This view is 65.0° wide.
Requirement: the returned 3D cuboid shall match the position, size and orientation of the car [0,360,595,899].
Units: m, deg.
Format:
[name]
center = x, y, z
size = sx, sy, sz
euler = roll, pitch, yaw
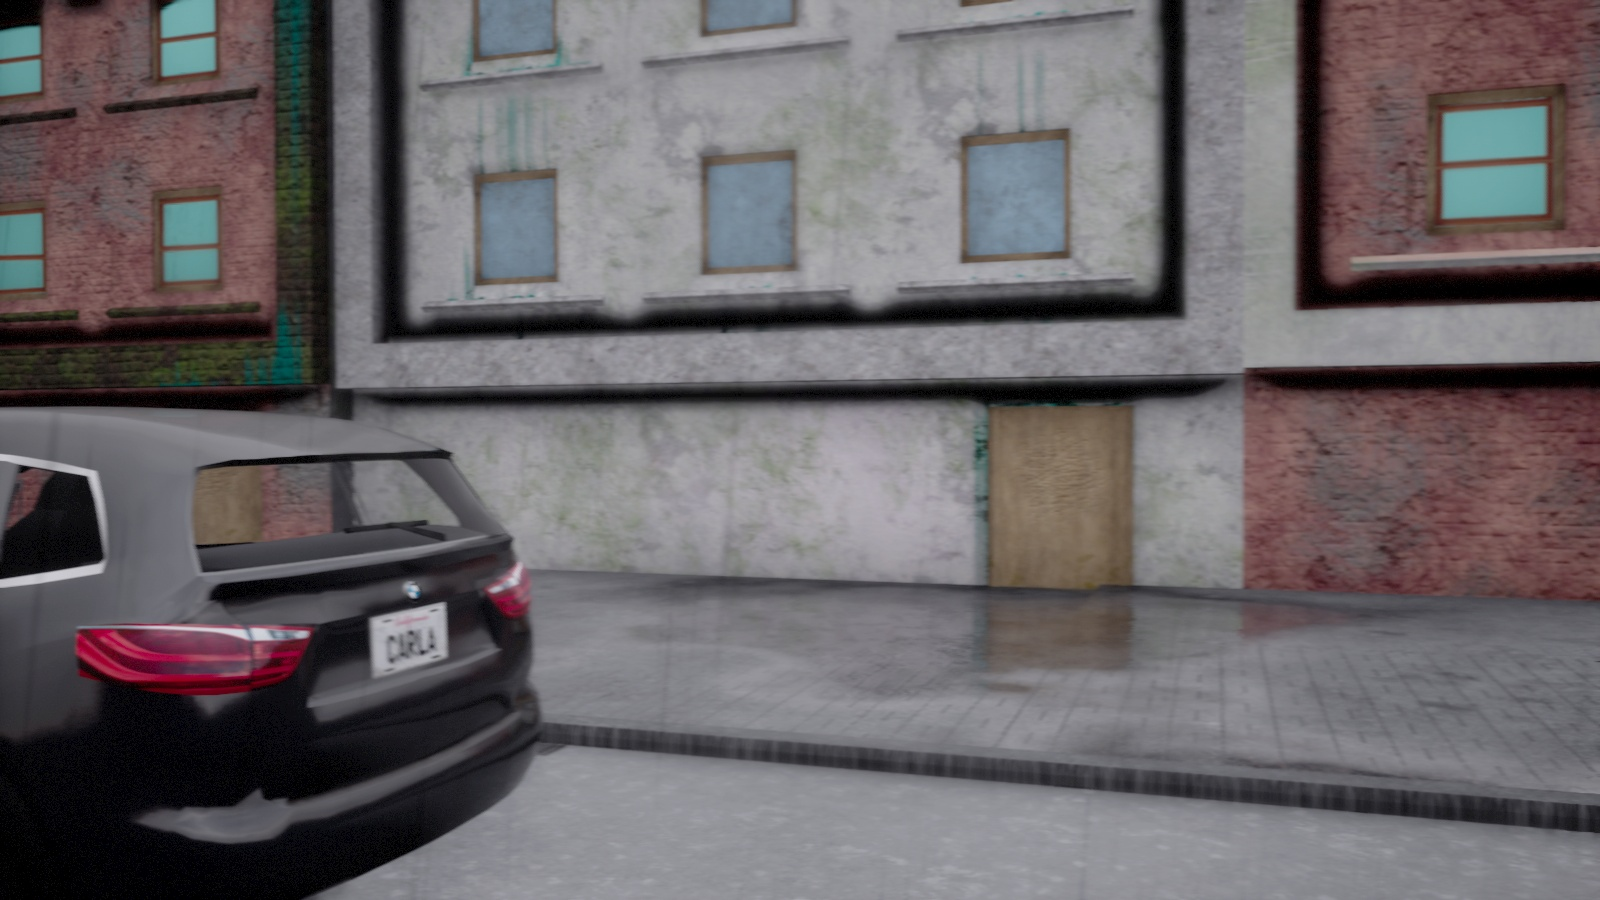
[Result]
[car]
center = -3.388, 0.580, 4.856
size = 4.611, 1.667, 2.242
euler = 1, 1, 19
